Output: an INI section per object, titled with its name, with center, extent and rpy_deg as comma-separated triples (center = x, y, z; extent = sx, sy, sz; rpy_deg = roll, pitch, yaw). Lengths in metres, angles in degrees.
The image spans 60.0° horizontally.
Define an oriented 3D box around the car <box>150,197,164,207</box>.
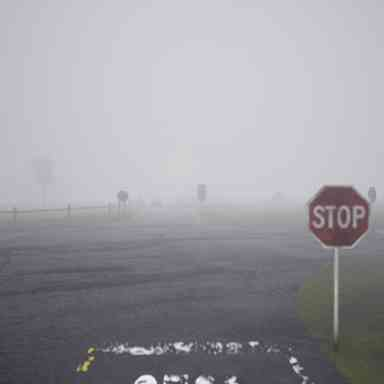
[car]
center = -5.448, 1.506, 51.273
extent = 1.882, 1.535, 5.008
rpy_deg = 0, 0, -6
